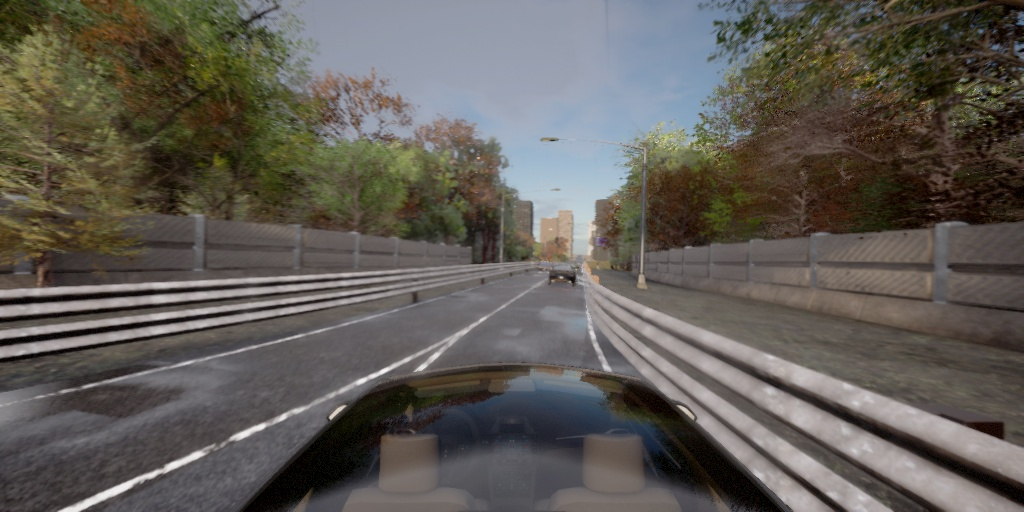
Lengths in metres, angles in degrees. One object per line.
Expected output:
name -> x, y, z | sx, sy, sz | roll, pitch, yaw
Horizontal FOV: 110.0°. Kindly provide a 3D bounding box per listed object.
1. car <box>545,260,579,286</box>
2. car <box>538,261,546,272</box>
car -> 3.865, 1.339, 27.074 | 1.882, 1.535, 5.008 | 2, 0, 11
car -> 4.858, 1.479, 50.572 | 2.033, 1.411, 5.357 | 2, 0, 11
